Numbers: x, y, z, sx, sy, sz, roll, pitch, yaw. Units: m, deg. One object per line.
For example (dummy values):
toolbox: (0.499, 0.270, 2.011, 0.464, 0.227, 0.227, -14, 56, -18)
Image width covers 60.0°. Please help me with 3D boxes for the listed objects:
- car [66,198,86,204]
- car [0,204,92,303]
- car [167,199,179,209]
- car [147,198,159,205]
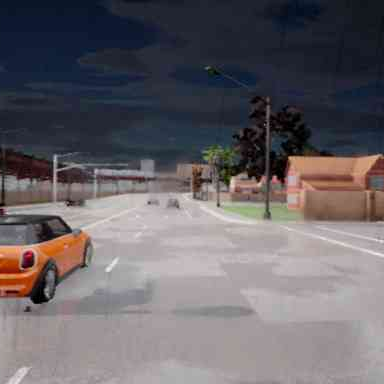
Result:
car: (-16.889, 1.510, 48.513, 1.994, 1.385, 4.181, 1, 0, -3)
car: (-3.970, 1.328, 8.246, 2.097, 1.767, 4.553, 1, 0, -3)
car: (-2.746, 1.691, 48.376, 2.033, 1.411, 5.357, 1, 0, -3)
car: (-7.050, 1.694, 60.848, 1.994, 1.385, 4.181, 1, 0, -3)
